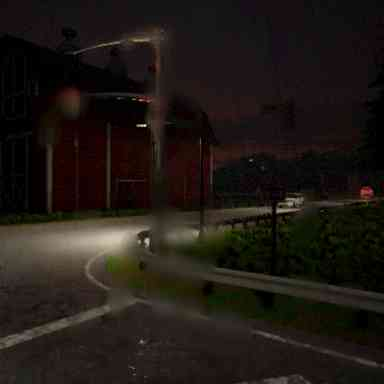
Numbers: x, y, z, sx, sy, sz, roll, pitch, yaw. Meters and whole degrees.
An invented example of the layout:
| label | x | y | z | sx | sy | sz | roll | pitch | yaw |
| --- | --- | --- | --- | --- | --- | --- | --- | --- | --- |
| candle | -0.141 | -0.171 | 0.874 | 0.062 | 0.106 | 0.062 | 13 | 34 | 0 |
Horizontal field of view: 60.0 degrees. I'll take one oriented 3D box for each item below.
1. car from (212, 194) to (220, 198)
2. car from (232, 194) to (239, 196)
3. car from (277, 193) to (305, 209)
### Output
| label | x | y | z | sx | sy | sz | roll | pitch | yaw |
| --- | --- | --- | --- | --- | --- | --- | --- | --- | --- |
| car | 5.022 | 1.265 | 79.008 | 1.816 | 1.474 | 4.193 | 0 | 0 | 36 |
| car | 11.624 | 1.271 | 90.114 | 1.784 | 1.438 | 3.905 | 0 | 0 | 36 |
| car | 13.247 | 1.152 | 44.219 | 2.150 | 2.045 | 5.566 | 0 | 0 | 37 |
